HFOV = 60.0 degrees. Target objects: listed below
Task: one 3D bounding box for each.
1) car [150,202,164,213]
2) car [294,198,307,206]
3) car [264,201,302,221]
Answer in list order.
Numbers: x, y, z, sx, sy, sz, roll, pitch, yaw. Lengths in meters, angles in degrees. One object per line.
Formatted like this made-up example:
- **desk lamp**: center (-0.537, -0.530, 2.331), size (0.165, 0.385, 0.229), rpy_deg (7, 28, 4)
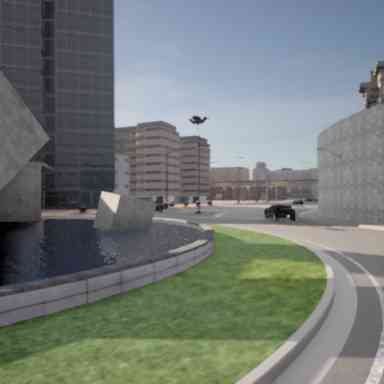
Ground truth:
- **car**: center (-5.881, 2.182, 46.006), size (2.128, 1.511, 4.902), rpy_deg (-1, -1, 35)
- **car**: center (22.212, 2.267, 69.335), size (1.837, 1.490, 4.892), rpy_deg (-1, -1, 26)
- **car**: center (8.146, 1.867, 31.088), size (1.837, 1.490, 4.892), rpy_deg (-1, -1, -4)
